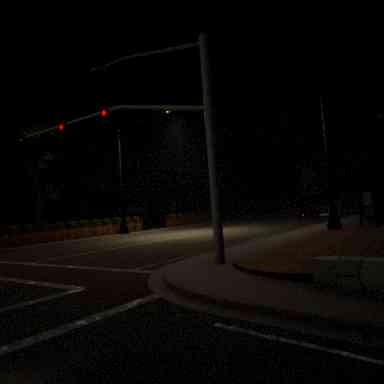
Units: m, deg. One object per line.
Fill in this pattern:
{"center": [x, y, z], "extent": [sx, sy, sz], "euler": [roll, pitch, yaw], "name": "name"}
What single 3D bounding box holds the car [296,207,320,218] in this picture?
{"center": [15.485, 2.674, 44.232], "extent": [1.895, 1.301, 4.718], "euler": [-6, -4, 37], "name": "car"}
